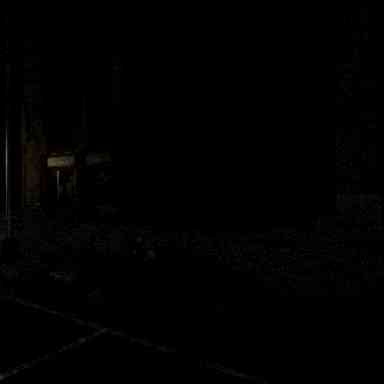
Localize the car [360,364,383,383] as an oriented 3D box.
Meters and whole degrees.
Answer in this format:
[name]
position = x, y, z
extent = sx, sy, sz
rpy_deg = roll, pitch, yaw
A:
[car]
position = 2.707, 1.424, 1.253
extent = 4.097, 1.590, 1.967
rpy_deg = 0, 0, 34
